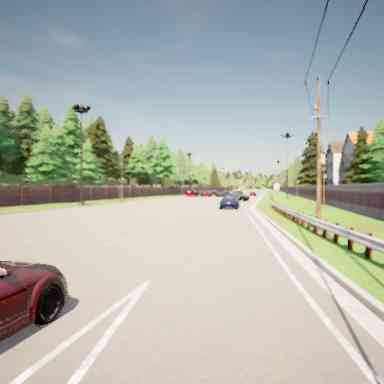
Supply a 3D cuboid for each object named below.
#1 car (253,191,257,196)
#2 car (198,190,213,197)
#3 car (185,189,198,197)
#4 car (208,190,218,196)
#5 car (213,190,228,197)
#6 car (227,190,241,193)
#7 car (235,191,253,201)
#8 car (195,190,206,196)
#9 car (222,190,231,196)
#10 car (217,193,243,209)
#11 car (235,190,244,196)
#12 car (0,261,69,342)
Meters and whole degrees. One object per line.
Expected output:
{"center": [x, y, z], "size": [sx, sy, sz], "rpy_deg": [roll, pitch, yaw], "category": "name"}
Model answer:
{"center": [16.076, 0.451, 88.119], "size": [1.994, 1.385, 4.181], "rpy_deg": [0, 1, 13], "category": "car"}
{"center": [3.456, 0.333, 80.363], "size": [2.097, 1.767, 4.553], "rpy_deg": [0, 1, 13], "category": "car"}
{"center": [-0.032, 0.193, 80.818], "size": [2.150, 2.045, 5.566], "rpy_deg": [0, 1, 13], "category": "car"}
{"center": [5.762, 0.174, 90.126], "size": [1.882, 1.535, 5.008], "rpy_deg": [0, 1, 13], "category": "car"}
{"center": [6.870, 0.543, 79.590], "size": [1.994, 1.385, 4.181], "rpy_deg": [0, 1, 13], "category": "car"}
{"center": [10.180, 0.548, 78.380], "size": [2.033, 1.411, 5.357], "rpy_deg": [0, 1, 13], "category": "car"}
{"center": [8.913, 0.882, 57.348], "size": [1.895, 1.301, 4.718], "rpy_deg": [0, 1, 13], "category": "car"}
{"center": [2.356, 0.209, 90.931], "size": [2.128, 1.511, 4.902], "rpy_deg": [0, 1, 13], "category": "car"}
{"center": [9.168, 0.234, 89.323], "size": [1.812, 1.442, 4.674], "rpy_deg": [0, 1, 13], "category": "car"}
{"center": [4.263, 1.098, 37.025], "size": [1.994, 1.385, 4.181], "rpy_deg": [0, 1, 12], "category": "car"}
{"center": [12.575, 0.275, 88.519], "size": [1.994, 1.385, 4.181], "rpy_deg": [0, 1, 13], "category": "car"}
{"center": [-3.569, 1.502, 4.489], "size": [1.994, 1.385, 4.181], "rpy_deg": [0, 1, 13], "category": "car"}
